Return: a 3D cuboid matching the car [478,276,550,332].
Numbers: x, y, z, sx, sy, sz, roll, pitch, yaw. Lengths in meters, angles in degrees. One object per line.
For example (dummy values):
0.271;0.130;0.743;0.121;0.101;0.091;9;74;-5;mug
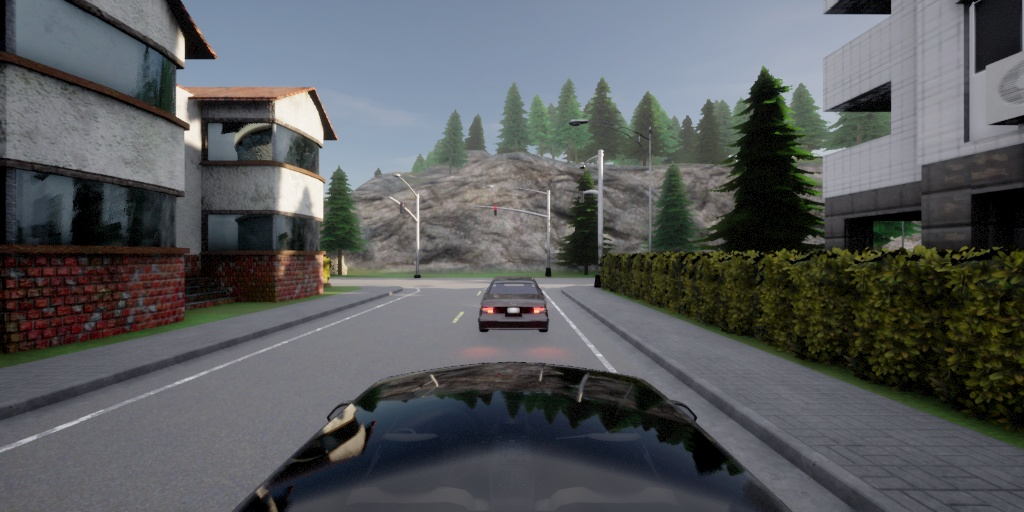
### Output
0.055;1.297;10.768;2.033;1.411;5.357;0;0;1;car
